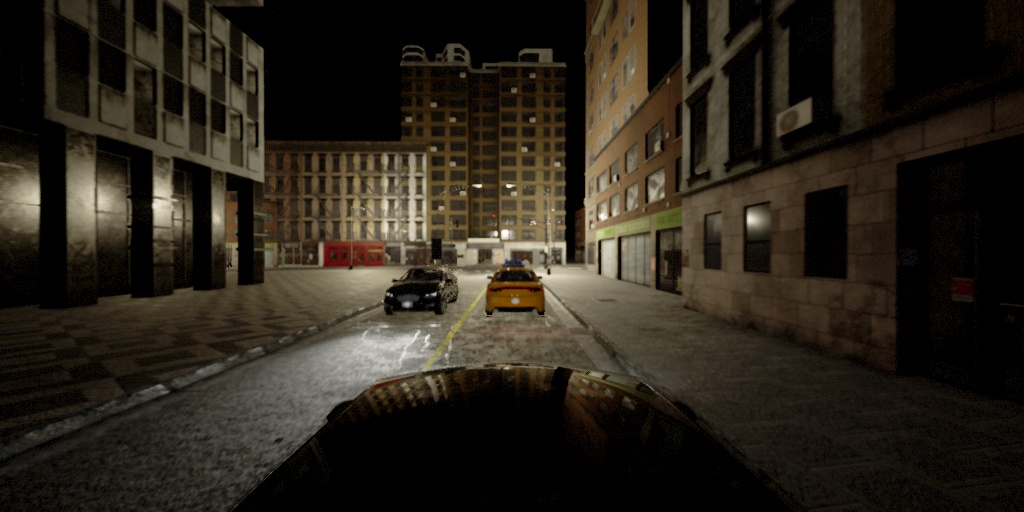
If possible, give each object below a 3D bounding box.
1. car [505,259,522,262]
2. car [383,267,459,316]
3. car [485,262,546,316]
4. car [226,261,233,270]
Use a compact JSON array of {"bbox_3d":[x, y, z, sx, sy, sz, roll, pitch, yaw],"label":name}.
[{"bbox_3d":[0.114,1.012,29.174,1.882,1.535,5.008,0,0,0],"label":"car"},{"bbox_3d":[-3.101,1.157,13.067,2.128,1.511,4.902,0,0,0],"label":"car"},{"bbox_3d":[0.100,1.144,12.927,1.882,1.535,5.008,0,0,0],"label":"car"},{"bbox_3d":[-39.823,1.158,47.426,4.902,1.511,2.128,0,0,-1],"label":"car"}]
